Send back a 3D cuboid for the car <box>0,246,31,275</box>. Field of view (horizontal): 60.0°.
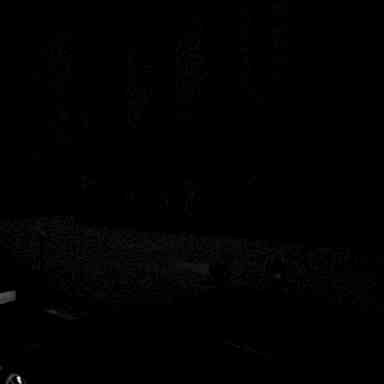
[{"bbox_3d":[-4.477,1.632,6.160,4.313,1.339,1.947,-1,-1,35],"label":"car"}]

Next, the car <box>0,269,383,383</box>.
[{"bbox_3d":[0.112,1.579,2.888,4.313,1.339,1.947,-1,-1,35],"label":"car"}]
